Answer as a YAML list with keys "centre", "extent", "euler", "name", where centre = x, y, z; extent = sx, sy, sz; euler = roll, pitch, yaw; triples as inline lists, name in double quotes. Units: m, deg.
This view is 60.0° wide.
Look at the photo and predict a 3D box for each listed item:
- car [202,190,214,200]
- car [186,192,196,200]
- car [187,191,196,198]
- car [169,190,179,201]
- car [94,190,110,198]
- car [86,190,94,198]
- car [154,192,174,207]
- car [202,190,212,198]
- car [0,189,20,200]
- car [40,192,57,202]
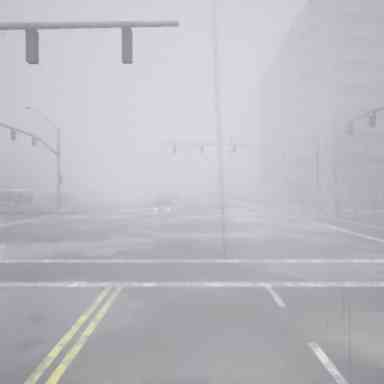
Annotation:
- centre: [3.415, 0.573, 68.660]
  extent: [2.150, 2.045, 5.566]
  euler: [0, 1, 0]
  name: "car"
- centre: [-0.085, 0.869, 69.229]
  extent: [1.812, 1.442, 4.674]
  euler: [0, 1, 0]
  name: "car"
- centre: [-0.096, 0.643, 78.203]
  extent: [2.128, 1.511, 4.902]
  euler: [0, 1, 0]
  name: "car"
- centre: [-3.579, 0.624, 63.371]
  extent: [2.150, 2.045, 5.566]
  euler: [0, 0, 0]
  name: "car"
- centre: [-21.147, 0.406, 79.552]
  extent: [1.932, 1.855, 4.605]
  euler: [0, 1, 0]
  name: "car"
- centre: [-24.041, 0.409, 79.613]
  extent: [1.905, 1.878, 3.866]
  euler: [0, 1, 0]
  name: "car"
- centre: [-3.638, 1.079, 42.224]
  extent: [1.882, 1.535, 5.008]
  euler: [0, 1, 0]
  name: "car"
- centre: [3.404, 0.473, 78.176]
  extent: [2.097, 1.767, 4.553]
  euler: [0, 1, 0]
  name: "car"
- centre: [-43.664, 0.414, 79.622]
  extent: [1.905, 1.878, 3.866]
  euler: [0, 1, 0]
  name: "car"
- centre: [-26.787, 0.814, 62.155]
  extent: [1.970, 1.475, 3.806]
  euler: [0, 1, 0]
  name: "car"
